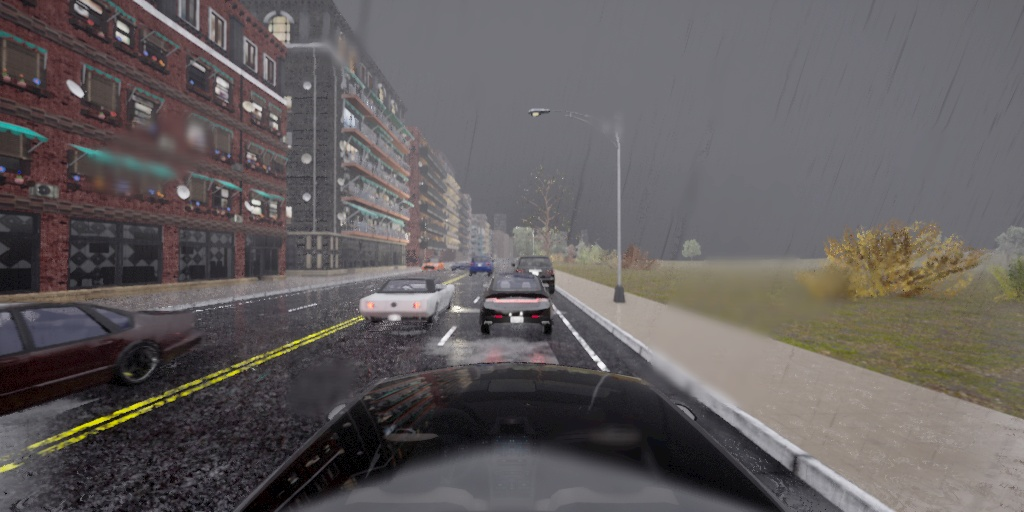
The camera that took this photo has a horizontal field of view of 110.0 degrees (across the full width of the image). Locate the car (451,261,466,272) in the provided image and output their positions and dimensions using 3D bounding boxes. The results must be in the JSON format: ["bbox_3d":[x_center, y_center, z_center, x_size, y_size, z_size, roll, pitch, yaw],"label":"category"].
[{"bbox_3d":[-6.548,1.334,45.722,1.895,1.301,4.718,0,0,0],"label":"car"}]

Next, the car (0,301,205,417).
[{"bbox_3d":[-6.596,1.297,4.186,2.033,1.411,5.357,0,0,0],"label":"car"}]

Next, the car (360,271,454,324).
[{"bbox_3d":[-3.136,1.348,11.821,1.895,1.301,4.718,0,0,0],"label":"car"}]

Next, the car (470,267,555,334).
[{"bbox_3d":[0.114,1.239,10.612,2.128,1.511,4.902,0,0,0],"label":"car"}]

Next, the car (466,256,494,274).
[{"bbox_3d":[-3.106,0.962,37.295,2.150,2.045,5.566,0,0,0],"label":"car"}]

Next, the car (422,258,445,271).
[{"bbox_3d":[-9.797,1.085,44.762,2.097,1.767,4.553,0,0,0],"label":"car"}]

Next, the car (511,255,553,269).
[{"bbox_3d":[1.162,0.969,20.480,2.150,2.045,5.566,0,0,0],"label":"car"}]
